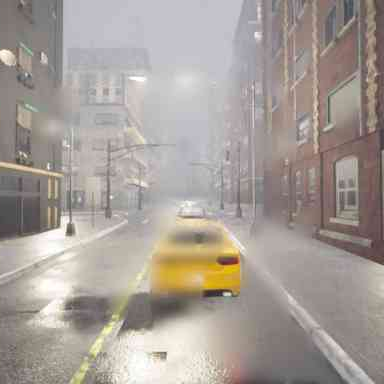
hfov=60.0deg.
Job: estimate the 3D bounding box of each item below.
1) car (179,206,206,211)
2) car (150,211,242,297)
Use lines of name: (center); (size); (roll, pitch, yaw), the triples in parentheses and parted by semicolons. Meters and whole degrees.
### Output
car: (0.066, 1.509, 17.910); (2.128, 1.511, 4.902); (0, 0, 1)
car: (0.089, 1.484, 8.627); (1.882, 1.535, 5.008); (0, 0, 0)
